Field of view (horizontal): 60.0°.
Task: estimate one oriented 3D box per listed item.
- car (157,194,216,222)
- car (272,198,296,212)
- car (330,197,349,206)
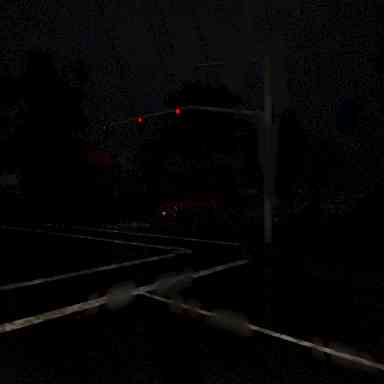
[{"bbox_3d":[-0.288,1.217,27.065,2.150,2.045,5.566,0,1,41],"label":"car"},{"bbox_3d":[10.638,1.492,39.606,2.128,1.511,4.902,0,0,41],"label":"car"},{"bbox_3d":[24.794,1.524,55.741,1.812,1.442,4.674,0,0,41],"label":"car"}]
